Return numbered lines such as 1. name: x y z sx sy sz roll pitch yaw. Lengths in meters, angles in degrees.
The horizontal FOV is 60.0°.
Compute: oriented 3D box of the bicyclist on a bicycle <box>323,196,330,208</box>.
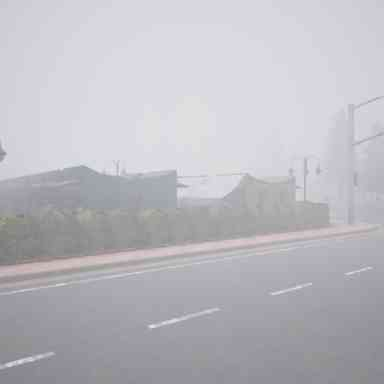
1. bicyclist on a bicycle: 17.953 1.302 44.314 1.656 1.620 0.582 0 0 -37
